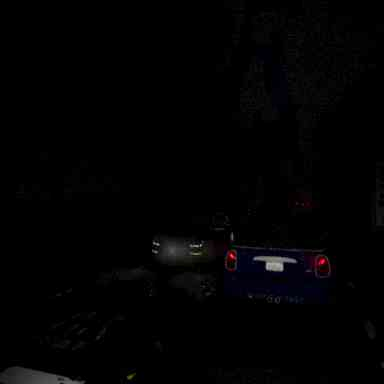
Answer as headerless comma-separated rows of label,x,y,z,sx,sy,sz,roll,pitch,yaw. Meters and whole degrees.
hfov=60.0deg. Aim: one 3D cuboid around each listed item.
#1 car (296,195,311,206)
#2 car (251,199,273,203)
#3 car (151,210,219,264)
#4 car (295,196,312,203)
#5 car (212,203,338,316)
car,15.670,1.173,46.626,1.994,1.385,4.181,0,1,19
car,5.813,1.309,27.747,1.882,1.535,5.008,0,1,19
car,0.243,1.441,11.788,1.837,1.490,4.892,0,0,19
car,12.611,1.271,37.686,2.033,1.411,5.357,0,1,20
car,2.141,1.307,7.820,2.097,1.767,4.553,0,0,19
